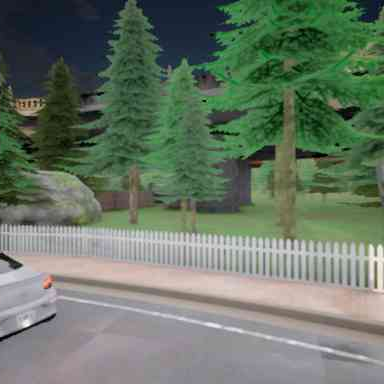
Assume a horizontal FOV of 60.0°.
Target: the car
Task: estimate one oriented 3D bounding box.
[{"bbox_3d":[-4.371,1.549,5.458,4.674,1.442,1.812,0,0,24],"label":"car"}]
